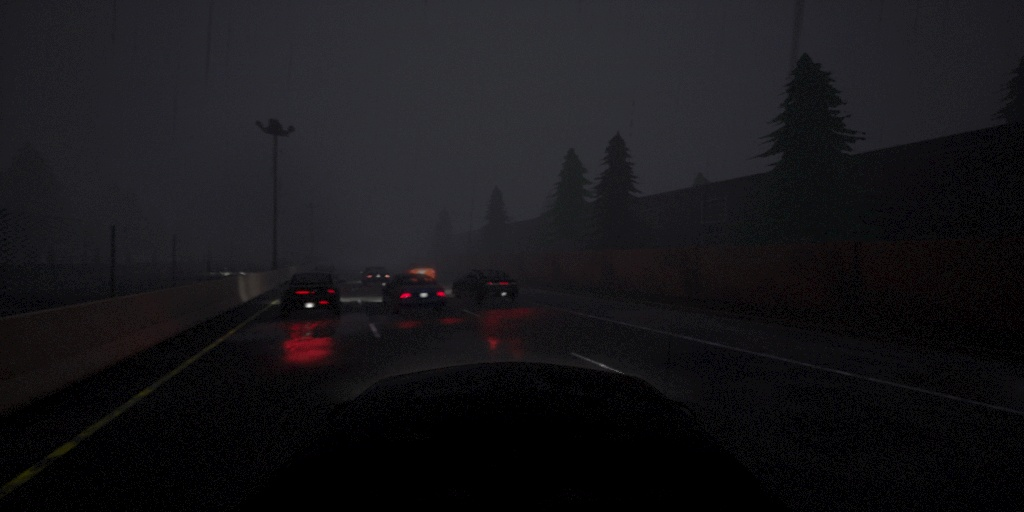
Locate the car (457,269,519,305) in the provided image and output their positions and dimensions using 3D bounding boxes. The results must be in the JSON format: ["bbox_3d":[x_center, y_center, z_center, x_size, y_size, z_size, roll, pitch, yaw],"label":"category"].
[{"bbox_3d":[-1.386,1.377,17.007,2.128,1.511,4.902,0,0,-26],"label":"car"}]

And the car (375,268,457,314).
[{"bbox_3d":[-4.114,1.408,14.597,2.033,1.411,5.357,0,-1,-26],"label":"car"}]

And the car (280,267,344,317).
[{"bbox_3d":[-7.675,1.358,13.934,1.837,1.490,4.892,0,0,-26],"label":"car"}]

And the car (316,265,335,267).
[{"bbox_3d":[-14.266,1.457,27.407,2.128,1.511,4.902,0,0,-26],"label":"car"}]

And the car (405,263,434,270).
[{"bbox_3d":[-7.942,1.347,30.414,2.097,1.767,4.553,0,-1,-26],"label":"car"}]

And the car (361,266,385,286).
[{"bbox_3d":[-10.701,1.521,28.063,2.033,1.411,5.357,0,-1,-26],"label":"car"}]
